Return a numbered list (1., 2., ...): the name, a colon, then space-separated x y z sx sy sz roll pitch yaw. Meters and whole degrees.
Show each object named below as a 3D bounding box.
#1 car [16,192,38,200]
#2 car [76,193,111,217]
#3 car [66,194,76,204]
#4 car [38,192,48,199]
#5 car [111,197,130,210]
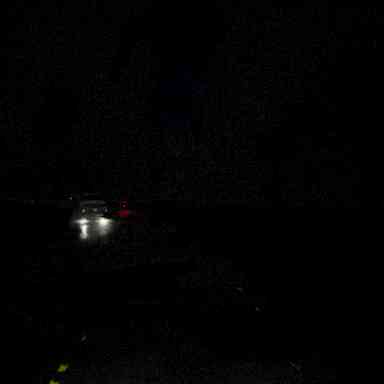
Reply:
1. car: -32.174 0.926 64.187 4.718 1.301 1.895 1 0 44
2. car: -9.016 1.095 30.198 2.150 2.045 5.566 0 0 -21
3. car: -19.450 1.090 55.507 1.882 1.535 5.008 1 0 -39
4. car: -31.509 0.762 67.962 5.357 1.411 2.033 1 0 38
5. car: -8.893 1.321 40.433 1.837 1.490 4.892 0 0 -27
